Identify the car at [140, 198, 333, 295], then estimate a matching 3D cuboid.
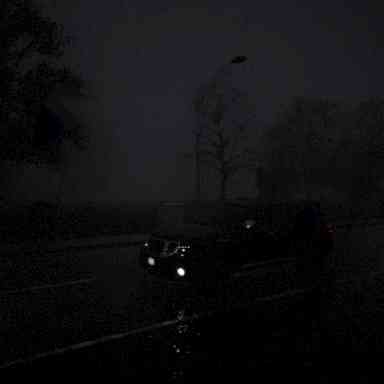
[{"bbox_3d":[1.419,1.213,8.996,5.566,2.045,2.150,0,0,-32],"label":"car"}]
